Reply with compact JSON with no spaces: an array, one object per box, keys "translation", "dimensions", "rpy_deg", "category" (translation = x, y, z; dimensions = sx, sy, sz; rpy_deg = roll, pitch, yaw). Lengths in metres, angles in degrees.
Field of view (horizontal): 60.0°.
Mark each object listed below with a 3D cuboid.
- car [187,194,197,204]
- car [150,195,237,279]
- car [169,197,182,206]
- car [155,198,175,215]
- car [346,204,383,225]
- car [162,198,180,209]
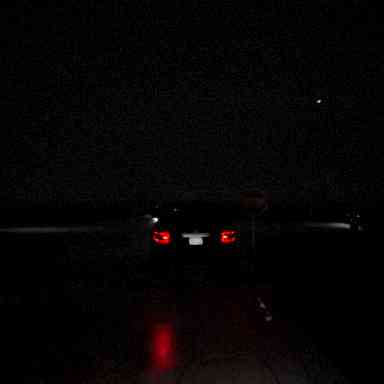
[{"translation":[0.015,1.378,67.358],"dimensions":[2.097,1.767,4.553],"rpy_deg":[0,0,0],"category":"car"},{"translation":[-0.106,1.221,10.265],"dimensions":[2.150,2.045,5.566],"rpy_deg":[0,0,-4],"category":"car"},{"translation":[-2.828,1.571,58.547],"dimensions":[2.033,1.411,5.357],"rpy_deg":[0,0,0],"category":"car"},{"translation":[-2.805,1.488,35.520],"dimensions":[1.882,1.535,5.008],"rpy_deg":[0,0,-2],"category":"car"},{"translation":[13.662,1.530,23.018],"dimensions":[5.357,1.411,2.033],"rpy_deg":[0,-1,-1],"category":"car"},{"translation":[-2.846,1.565,46.188],"dimensions":[2.033,1.411,5.357],"rpy_deg":[0,0,0],"category":"car"}]
